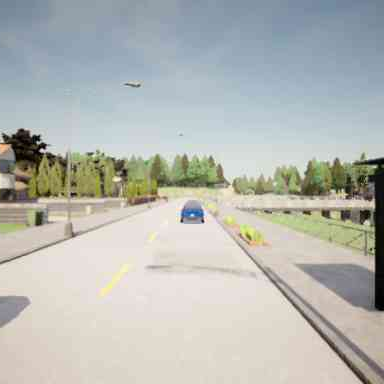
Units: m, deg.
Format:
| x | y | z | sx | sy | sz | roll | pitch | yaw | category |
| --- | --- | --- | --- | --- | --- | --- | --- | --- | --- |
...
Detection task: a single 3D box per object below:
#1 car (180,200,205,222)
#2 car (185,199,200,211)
| x | y | z | sx | sy | sz | roll | pitch | yaw | category |
| --- | --- | --- | --- | --- | --- | --- | --- | --- | --- |
| 0.043 | 1.609 | 27.559 | 1.882 | 1.535 | 5.008 | 0 | 0 | 0 | car |
| 0.072 | 1.736 | 44.354 | 1.812 | 1.442 | 4.674 | 0 | 0 | 0 | car |
